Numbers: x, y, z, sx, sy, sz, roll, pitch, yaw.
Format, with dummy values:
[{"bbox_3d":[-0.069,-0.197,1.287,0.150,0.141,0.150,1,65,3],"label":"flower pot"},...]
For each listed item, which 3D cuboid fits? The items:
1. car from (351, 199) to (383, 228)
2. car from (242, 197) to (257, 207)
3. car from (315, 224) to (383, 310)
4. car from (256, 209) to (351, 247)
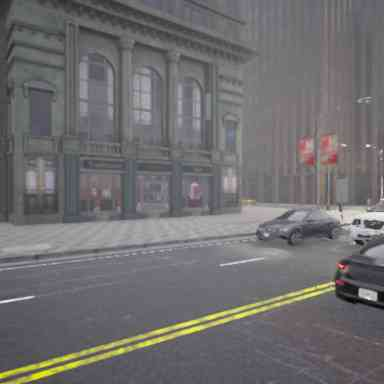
[{"bbox_3d":[8.989,1.215,14.030,5.566,2.045,2.150,0,0,-35],"label":"car"},{"bbox_3d":[7.982,1.509,52.154,1.882,1.535,5.008,0,0,-36],"label":"car"},{"bbox_3d":[4.784,1.521,6.826,4.674,1.442,1.812,0,0,-35],"label":"car"},{"bbox_3d":[5.001,1.519,15.188,4.674,1.442,1.812,0,0,-35],"label":"car"}]
